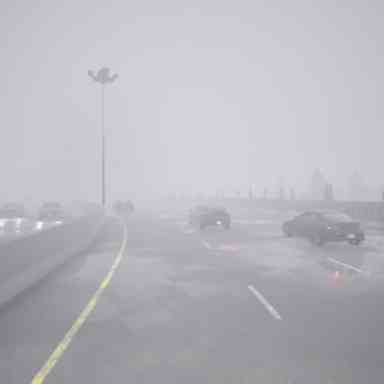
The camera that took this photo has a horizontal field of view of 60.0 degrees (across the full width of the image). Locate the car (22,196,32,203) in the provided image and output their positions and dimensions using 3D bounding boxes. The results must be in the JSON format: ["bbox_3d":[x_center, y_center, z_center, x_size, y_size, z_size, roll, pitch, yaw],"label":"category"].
[{"bbox_3d":[-33.523,1.526,67.558,1.837,1.490,4.892,0,0,-26],"label":"car"}]

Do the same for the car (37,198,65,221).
[{"bbox_3d":[-11.998,1.579,28.501,1.837,1.490,4.892,0,0,-19],"label":"car"}]

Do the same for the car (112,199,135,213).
[{"bbox_3d":[-7.837,1.555,37.811,2.128,1.511,4.902,0,0,-22],"label":"car"}]

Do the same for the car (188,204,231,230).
[{"bbox_3d":[1.036,1.516,21.299,1.837,1.490,4.892,0,0,-12],"label":"car"}]

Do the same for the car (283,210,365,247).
[{"bbox_3d":[5.752,1.512,14.967,1.812,1.442,4.674,0,0,-8],"label":"car"}]

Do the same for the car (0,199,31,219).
[{"bbox_3d":[-16.534,1.661,30.844,1.994,1.385,4.181,0,0,-21],"label":"car"}]
